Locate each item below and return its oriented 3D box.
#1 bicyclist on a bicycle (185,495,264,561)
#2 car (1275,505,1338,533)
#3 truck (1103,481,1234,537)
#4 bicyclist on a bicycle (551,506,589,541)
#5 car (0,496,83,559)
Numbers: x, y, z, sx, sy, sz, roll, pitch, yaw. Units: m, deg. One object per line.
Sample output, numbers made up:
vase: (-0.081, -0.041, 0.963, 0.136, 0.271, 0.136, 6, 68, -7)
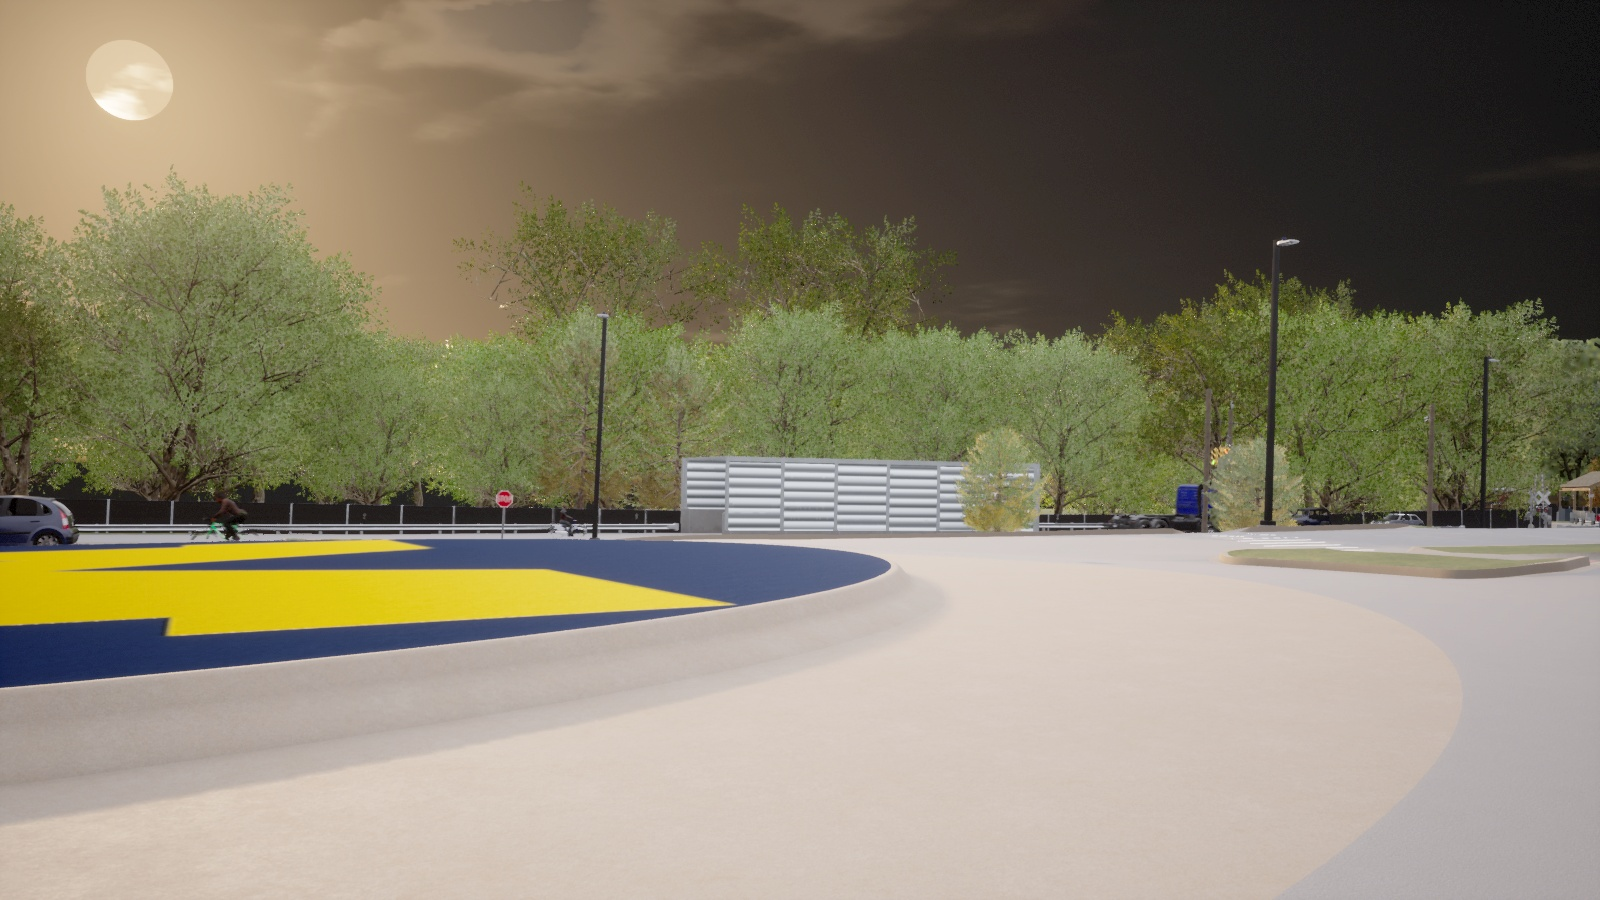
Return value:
bicyclist on a bicycle: (-14.394, 1.951, 31.459, 1.656, 1.620, 0.582, 0, -7, -12)
car: (35.733, 4.847, 88.594, 3.866, 1.878, 1.905, 1, -1, -21)
truck: (23.578, 3.751, 80.347, 7.936, 3.462, 2.891, 1, -1, -21)
bicyclist on a bicycle: (-12.046, 3.836, 65.774, 1.843, 1.776, 0.659, 1, -1, -26)
car: (-21.731, 2.070, 33.840, 3.988, 1.617, 1.851, 2, -1, -24)
